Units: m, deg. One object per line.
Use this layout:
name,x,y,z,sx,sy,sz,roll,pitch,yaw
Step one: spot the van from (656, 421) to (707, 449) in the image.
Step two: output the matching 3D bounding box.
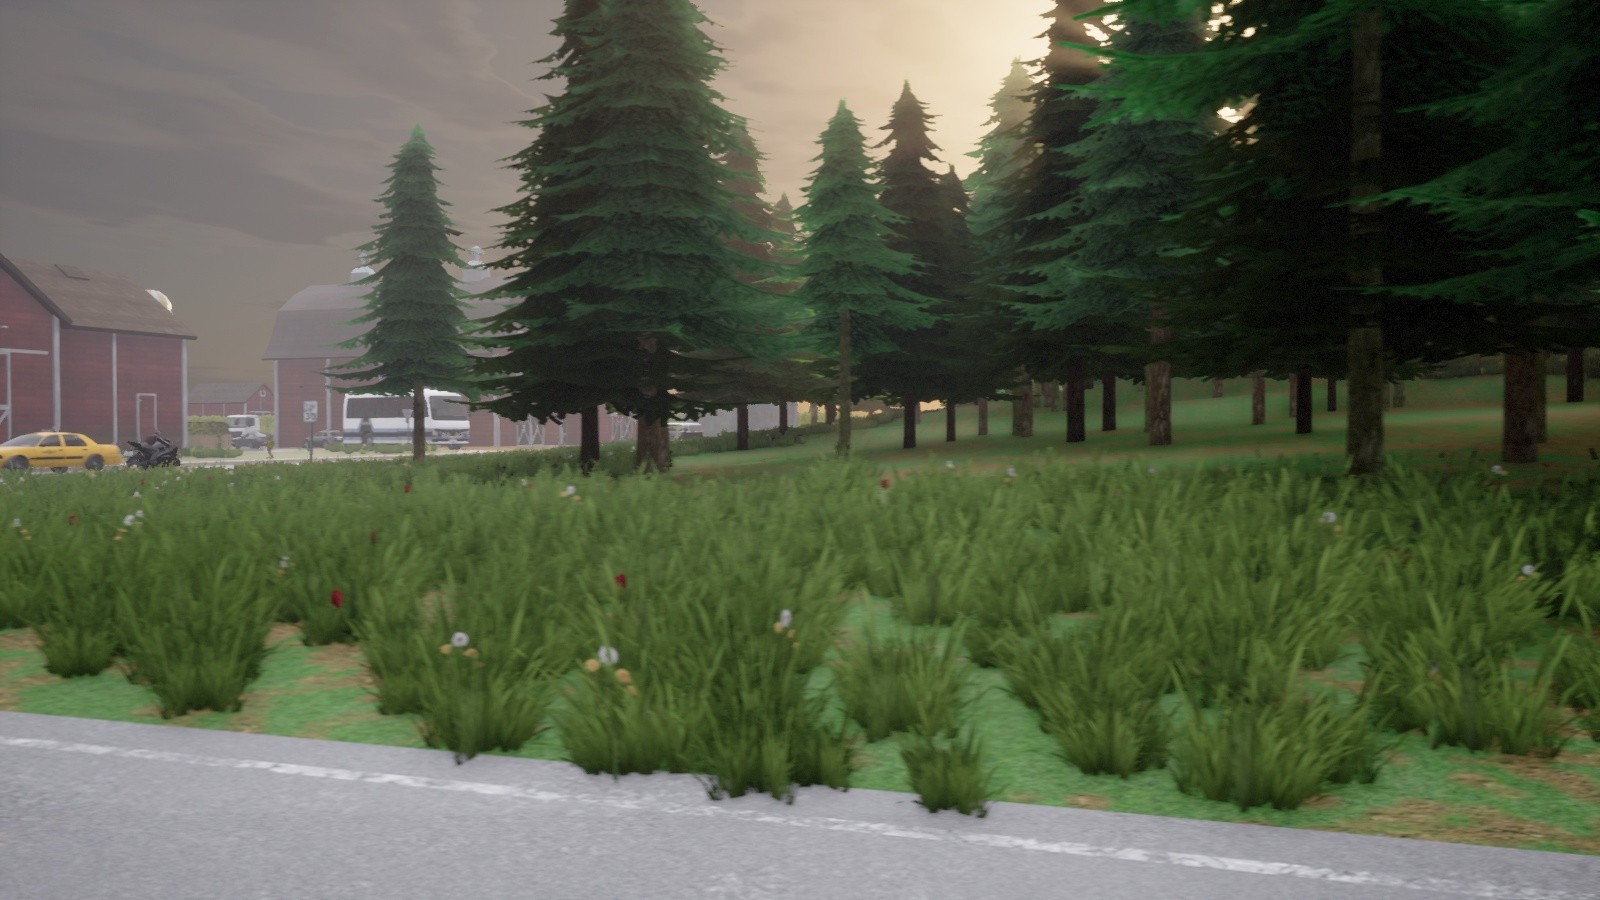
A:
van,-8.677,-1.100,92.246,2.069,2.038,4.480,1,1,19

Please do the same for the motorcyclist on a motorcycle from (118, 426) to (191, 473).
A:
motorcyclist on a motorcycle,-21.809,-0.041,42.482,0.866,1.530,2.191,1,1,19

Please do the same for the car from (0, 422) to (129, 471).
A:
car,-25.550,-0.149,42.342,1.801,1.575,5.366,1,1,19

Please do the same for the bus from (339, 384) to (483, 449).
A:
bus,-26.786,-2.246,86.214,10.273,4.253,3.944,1,1,35
